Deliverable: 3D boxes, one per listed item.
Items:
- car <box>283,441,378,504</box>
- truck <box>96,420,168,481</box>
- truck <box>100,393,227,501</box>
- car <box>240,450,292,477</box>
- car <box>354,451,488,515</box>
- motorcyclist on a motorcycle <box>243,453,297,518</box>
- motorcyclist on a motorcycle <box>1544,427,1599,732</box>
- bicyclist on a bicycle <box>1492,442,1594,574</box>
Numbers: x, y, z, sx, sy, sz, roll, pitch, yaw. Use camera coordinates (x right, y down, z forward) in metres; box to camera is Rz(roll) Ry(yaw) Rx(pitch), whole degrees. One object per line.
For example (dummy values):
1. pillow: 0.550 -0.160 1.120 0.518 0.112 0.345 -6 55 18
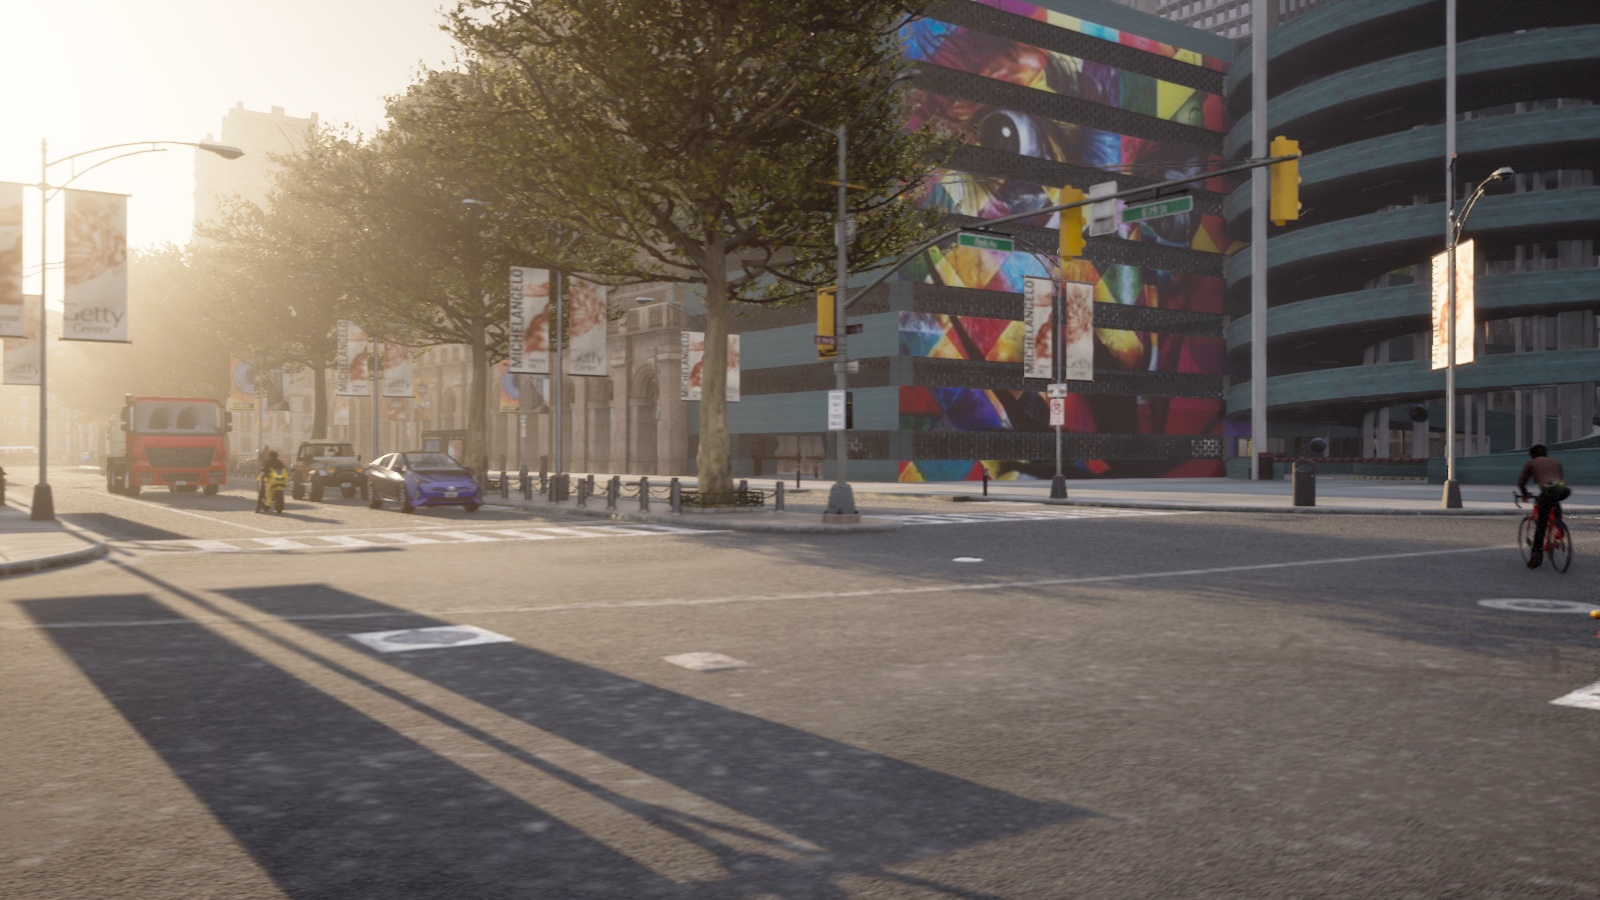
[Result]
1. car: -14.716 0.670 39.240 1.905 1.878 3.866 0 0 -34
2. truck: -40.497 0.037 75.956 2.891 3.462 7.936 0 0 -35
3. truck: -22.644 -0.079 44.434 2.891 3.462 7.936 0 0 -35
4. car: -34.785 0.867 81.742 2.242 1.667 4.611 0 0 -35
5. car: -9.840 0.794 32.372 2.007 1.525 4.514 0 0 -35
6. motorcyclist on a motorcycle: -12.907 0.830 30.565 0.797 1.523 2.044 0 0 -35
7. motorcyclist on a motorcycle: 5.348 0.704 7.381 2.350 1.649 0.766 0 0 -35
8. bicyclist on a bicycle: 9.606 0.721 16.301 0.582 1.620 1.656 -1 -1 11
